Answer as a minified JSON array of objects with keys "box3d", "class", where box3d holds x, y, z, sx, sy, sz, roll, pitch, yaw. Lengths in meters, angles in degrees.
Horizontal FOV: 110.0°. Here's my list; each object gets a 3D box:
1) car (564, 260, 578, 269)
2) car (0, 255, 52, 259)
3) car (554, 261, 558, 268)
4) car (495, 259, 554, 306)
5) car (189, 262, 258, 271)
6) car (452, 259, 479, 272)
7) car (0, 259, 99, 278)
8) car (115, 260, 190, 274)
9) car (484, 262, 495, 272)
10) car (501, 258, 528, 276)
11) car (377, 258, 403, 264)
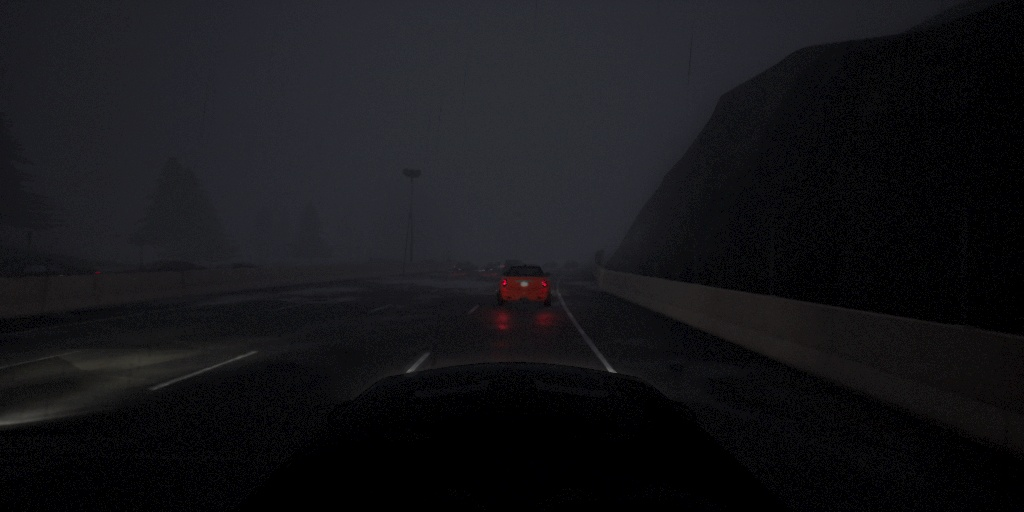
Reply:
[{"box3d":[10.405,1.436,62.783,2.128,1.511,4.902,0,0,20],"class":"car"},{"box3d":[-30.622,0.822,21.713,2.097,1.767,4.553,1,0,5],"class":"car"},{"box3d":[6.826,1.473,63.076,1.994,1.385,4.181,0,0,20],"class":"car"},{"box3d":[0.649,1.130,16.172,2.097,1.767,4.553,1,0,4],"class":"car"},{"box3d":[-19.698,1.150,25.399,1.994,1.385,4.181,1,0,7],"class":"car"},{"box3d":[-5.757,1.357,45.413,1.895,1.301,4.718,1,0,14],"class":"car"},{"box3d":[-27.262,1.050,20.428,2.033,1.411,5.357,1,0,5],"class":"car"},{"box3d":[-23.372,1.025,24.133,1.882,1.535,5.008,1,0,7],"class":"car"},{"box3d":[-1.983,1.396,46.271,1.895,1.301,4.718,1,0,14],"class":"car"},{"box3d":[0.332,1.161,39.283,2.097,1.767,4.553,1,0,12],"class":"car"},{"box3d":[-19.938,1.196,60.015,1.994,1.385,4.181,1,0,16],"class":"car"}]
